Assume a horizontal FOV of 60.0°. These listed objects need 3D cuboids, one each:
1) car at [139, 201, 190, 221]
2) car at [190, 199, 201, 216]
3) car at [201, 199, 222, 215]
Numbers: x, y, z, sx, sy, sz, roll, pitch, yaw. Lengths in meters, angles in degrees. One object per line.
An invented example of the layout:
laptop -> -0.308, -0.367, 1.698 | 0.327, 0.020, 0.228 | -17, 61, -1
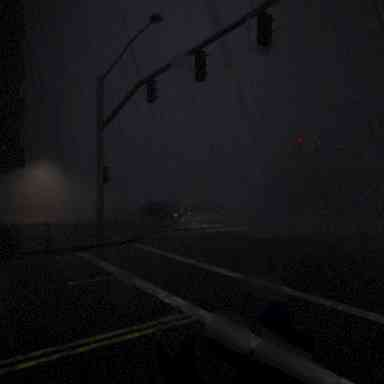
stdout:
car -> -2.609, 1.502, 27.089 | 2.128, 1.511, 4.902 | 0, 0, -35
car -> -1.741, 1.561, 31.935 | 2.033, 1.411, 5.357 | 0, 0, -35
car -> 1.091, 1.508, 34.301 | 2.128, 1.511, 4.902 | 0, 0, -35
